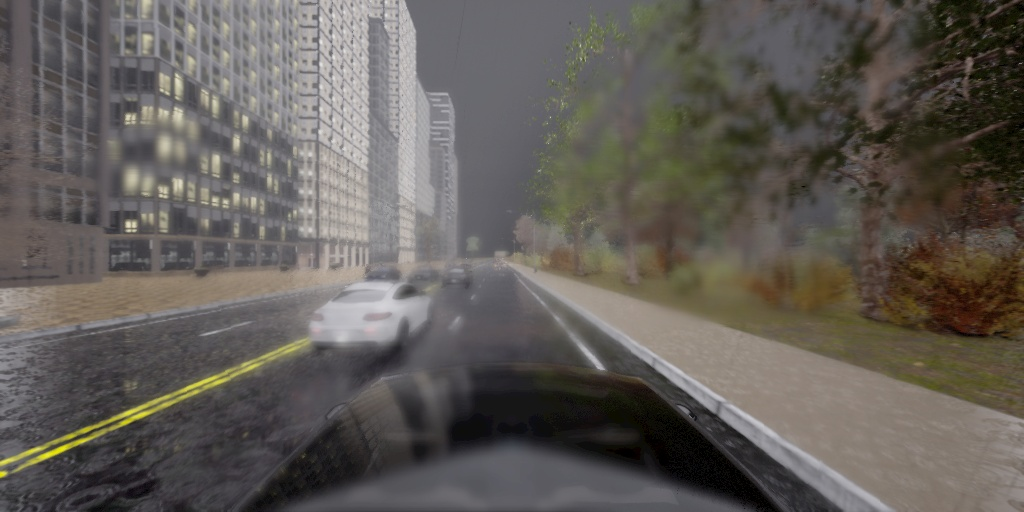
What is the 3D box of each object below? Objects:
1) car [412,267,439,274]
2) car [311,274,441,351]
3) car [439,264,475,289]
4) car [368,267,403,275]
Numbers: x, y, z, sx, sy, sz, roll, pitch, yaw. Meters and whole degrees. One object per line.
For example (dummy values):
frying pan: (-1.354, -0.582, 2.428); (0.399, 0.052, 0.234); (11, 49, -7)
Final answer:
car: (-7.281, 1.596, 30.375); (1.994, 1.385, 4.181); (0, -1, -2)
car: (-3.237, 1.354, 9.115); (1.812, 1.442, 4.674); (0, 0, -1)
car: (-3.667, 1.498, 25.283); (1.812, 1.442, 4.674); (0, 0, -2)
car: (-10.525, 1.591, 30.016); (2.033, 1.411, 5.357); (0, 0, -2)
